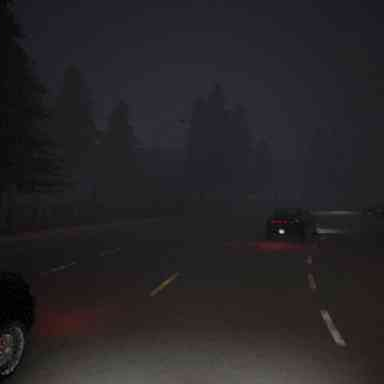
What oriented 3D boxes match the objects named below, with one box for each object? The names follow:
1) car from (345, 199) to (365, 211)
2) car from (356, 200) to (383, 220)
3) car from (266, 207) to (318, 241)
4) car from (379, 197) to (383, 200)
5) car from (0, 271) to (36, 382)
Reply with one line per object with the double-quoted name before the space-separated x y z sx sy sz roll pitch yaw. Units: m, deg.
"car" 21.699 1.695 43.128 4.902 1.511 2.128 1 0 -39
"car" 16.943 1.680 29.958 4.674 1.442 1.812 1 0 -40
"car" 5.305 1.560 17.343 1.837 1.490 4.892 0 -1 30
"car" 24.717 1.428 41.059 5.566 2.045 2.150 1 0 -39
"car" -3.208 1.504 2.801 1.812 1.442 4.674 0 0 7
